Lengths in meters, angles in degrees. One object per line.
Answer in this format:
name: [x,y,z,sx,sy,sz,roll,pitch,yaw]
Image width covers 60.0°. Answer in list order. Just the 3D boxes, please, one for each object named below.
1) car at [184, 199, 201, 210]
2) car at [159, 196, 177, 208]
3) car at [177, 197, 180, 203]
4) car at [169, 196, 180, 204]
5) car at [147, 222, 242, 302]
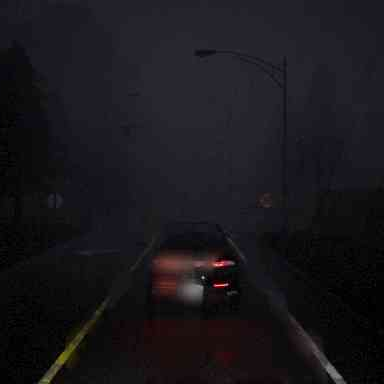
car: [0.056,1.564,42.123,1.994,1.385,4.181,0,0,1]
car: [-3.530,1.526,46.821,1.812,1.442,4.674,0,0,0]
car: [-3.520,1.478,56.110,1.882,1.535,5.008,0,0,0]
car: [-3.452,1.564,66.081,1.994,1.385,4.181,0,0,1]
car: [0.064,1.492,8.222,2.128,1.511,4.902,0,0,1]
